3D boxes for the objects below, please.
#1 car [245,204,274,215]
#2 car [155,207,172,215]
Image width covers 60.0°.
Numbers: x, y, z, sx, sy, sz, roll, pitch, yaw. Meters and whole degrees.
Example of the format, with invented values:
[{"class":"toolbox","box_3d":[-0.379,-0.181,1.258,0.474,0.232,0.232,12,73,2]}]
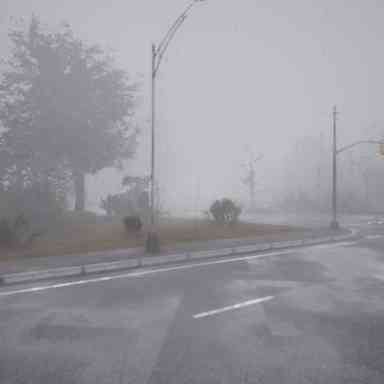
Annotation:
[{"class":"car","box_3d":[9.365,2.422,46.548,1.812,1.442,4.674,0,-3,-32]},{"class":"car","box_3d":[-5.360,3.261,56.773,2.033,1.411,5.357,0,-3,-32]}]
